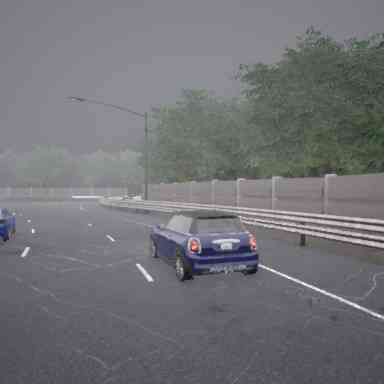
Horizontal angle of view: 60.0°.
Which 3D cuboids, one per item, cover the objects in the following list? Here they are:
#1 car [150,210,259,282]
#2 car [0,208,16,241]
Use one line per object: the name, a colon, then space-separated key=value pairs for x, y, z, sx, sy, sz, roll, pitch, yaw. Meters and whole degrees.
car: x=0.132 y=1.352 z=10.143 sx=2.097 sy=1.767 sz=4.553 roll=0 pitch=0 yaw=-19
car: x=-9.816 y=1.477 z=16.229 sx=1.882 sy=1.535 sz=5.008 roll=0 pitch=0 yaw=-24
